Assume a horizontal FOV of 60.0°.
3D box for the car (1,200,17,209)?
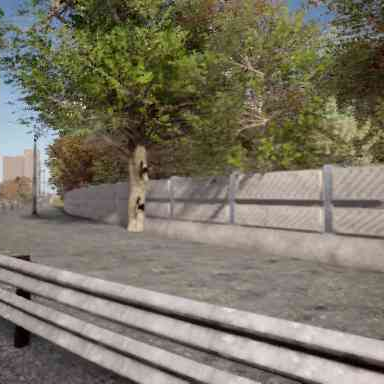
[{"bbox_3d":[-32.914,2.293,58.899,2.128,1.511,4.902,1,-1,-23],"label":"car"}]
